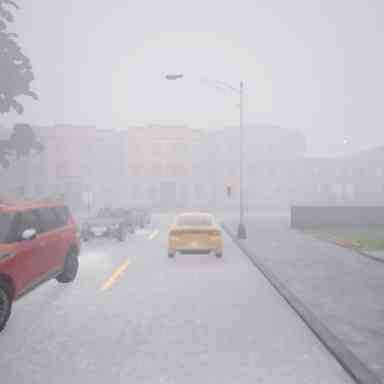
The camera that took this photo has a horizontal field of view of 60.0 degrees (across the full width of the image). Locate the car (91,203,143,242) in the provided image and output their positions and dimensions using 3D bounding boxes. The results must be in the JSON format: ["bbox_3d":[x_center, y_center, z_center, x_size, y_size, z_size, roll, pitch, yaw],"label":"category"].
[{"bbox_3d":[-4.064,1.547,16.936,2.128,1.511,4.902,0,0,0],"label":"car"}]

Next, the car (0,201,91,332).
[{"bbox_3d":[-4.099,1.246,6.927,2.150,2.045,5.566,0,0,0],"label":"car"}]

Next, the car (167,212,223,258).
[{"bbox_3d":[0.104,1.520,13.060,1.882,1.535,5.008,0,0,0],"label":"car"}]

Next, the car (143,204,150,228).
[{"bbox_3d":[-4.002,1.581,22.965,1.837,1.490,4.892,0,0,0],"label":"car"}]
